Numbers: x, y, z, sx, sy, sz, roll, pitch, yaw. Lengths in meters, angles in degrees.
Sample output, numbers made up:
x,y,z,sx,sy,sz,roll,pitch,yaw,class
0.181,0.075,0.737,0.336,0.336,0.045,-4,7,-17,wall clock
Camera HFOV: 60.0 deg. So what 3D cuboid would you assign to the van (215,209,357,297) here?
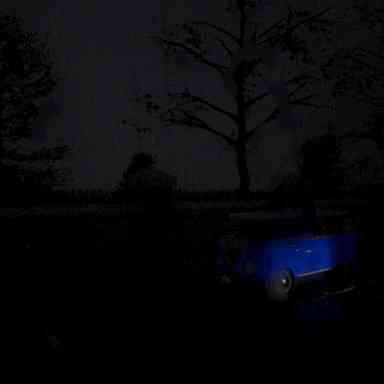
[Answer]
x,y,z,sx,sy,sz,roll,pitch,yaw,class
2.428,1.339,8.290,3.998,1.788,1.690,0,0,-35,van
